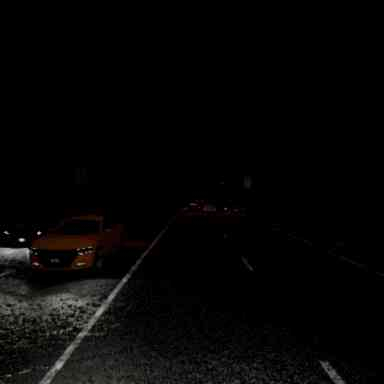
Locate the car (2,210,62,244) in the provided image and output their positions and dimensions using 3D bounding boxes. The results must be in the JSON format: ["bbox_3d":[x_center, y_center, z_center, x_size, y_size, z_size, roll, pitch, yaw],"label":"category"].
[{"bbox_3d":[-7.014,1.617,16.425,2.033,1.411,5.357,0,0,1],"label":"car"}]

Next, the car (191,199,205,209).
[{"bbox_3d":[0.936,1.815,51.132,1.895,1.301,4.718,0,0,3],"label":"car"}]

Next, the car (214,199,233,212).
[{"bbox_3d":[3.972,1.675,40.661,1.837,1.490,4.892,0,0,2],"label":"car"}]

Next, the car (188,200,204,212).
[{"bbox_3d":[0.473,1.662,40.752,2.128,1.511,4.902,0,0,2],"label":"car"}]

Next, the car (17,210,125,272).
[{"bbox_3d":[-3.563,1.525,11.198,1.882,1.535,5.008,0,0,0],"label":"car"}]

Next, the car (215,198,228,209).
[{"bbox_3d":[4.428,1.738,50.896,1.812,1.442,4.674,0,0,3],"label":"car"}]
